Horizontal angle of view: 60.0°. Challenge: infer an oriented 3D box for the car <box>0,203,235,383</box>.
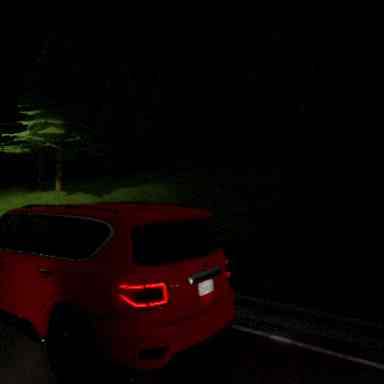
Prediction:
[{"bbox_3d":[-2.003,1.192,5.470,5.566,2.045,2.150,0,0,36],"label":"car"}]
